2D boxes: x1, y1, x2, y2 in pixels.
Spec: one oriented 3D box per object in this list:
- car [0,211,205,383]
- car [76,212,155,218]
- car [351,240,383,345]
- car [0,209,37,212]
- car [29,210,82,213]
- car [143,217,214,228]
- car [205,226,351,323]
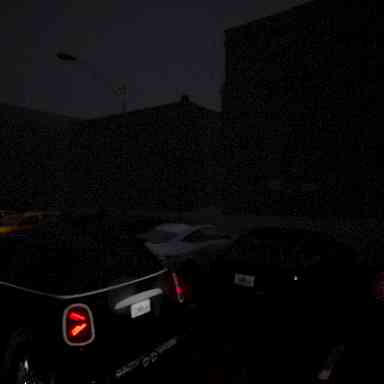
[{"bbox_3d":[-2.309,1.350,5.055,4.553,1.767,2.097,0,0,36],"label":"car"},{"bbox_3d":[-2.273,1.508,10.595,2.163,1.488,4.792,0,0,36],"label":"car"},{"bbox_3d":[4.431,1.354,5.748,2.185,1.767,4.553,0,0,36],"label":"car"},{"bbox_3d":[-6.833,1.482,13.697,1.946,1.575,5.366,0,0,36],"label":"car"},{"bbox_3d":[-4.506,1.511,12.208,2.163,1.488,4.792,0,0,36],"label":"car"},{"bbox_3d":[-0.051,1.518,9.022,2.002,1.452,4.674,0,0,36],"label":"car"},{"bbox_3d":[2.232,1.507,7.412,2.163,1.488,4.792,0,0,36],"label":"car"}]
